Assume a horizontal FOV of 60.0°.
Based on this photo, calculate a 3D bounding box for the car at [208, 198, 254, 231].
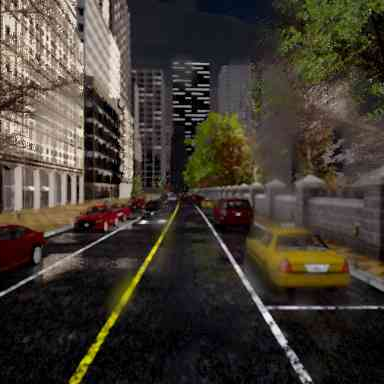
[{"bbox_3d":[2.412,1.268,19.986,2.192,1.841,5.009,0,0,-1],"label":"car"}]

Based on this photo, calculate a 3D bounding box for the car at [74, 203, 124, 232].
[{"bbox_3d":[-5.612,1.499,19.860,1.887,1.381,4.507,0,0,-1],"label":"car"}]

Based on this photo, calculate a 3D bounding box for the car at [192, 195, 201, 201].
[{"bbox_3d":[0.962,1.360,75.450,1.947,1.339,4.313,0,0,-2],"label":"car"}]

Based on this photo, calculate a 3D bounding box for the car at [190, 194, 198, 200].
[{"bbox_3d":[0.589,1.325,86.543,1.947,1.339,4.313,0,0,-2],"label":"car"}]

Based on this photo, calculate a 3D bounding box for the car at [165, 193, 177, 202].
[{"bbox_3d":[-4.171,1.396,69.978,1.895,1.301,4.718,0,0,-2],"label":"car"}]

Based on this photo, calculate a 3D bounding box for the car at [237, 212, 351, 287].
[{"bbox_3d":[2.520,1.504,9.060,1.752,1.417,4.829,0,0,-1],"label":"car"}]

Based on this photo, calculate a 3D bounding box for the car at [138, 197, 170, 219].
[{"bbox_3d":[-3.131,1.438,28.123,1.837,1.490,4.892,0,0,-1],"label":"car"}]

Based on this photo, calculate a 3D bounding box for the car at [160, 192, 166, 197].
[{"bbox_3d":[-7.622,1.057,91.919,2.192,1.841,5.009,0,0,-2],"label":"car"}]

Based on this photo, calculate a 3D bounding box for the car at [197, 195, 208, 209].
[{"bbox_3d":[1.994,1.420,42.343,1.752,1.417,4.829,0,0,-1],"label":"car"}]

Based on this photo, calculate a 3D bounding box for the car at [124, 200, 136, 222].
[{"bbox_3d":[-5.693,1.522,25.409,1.802,1.307,4.206,0,0,-1],"label":"car"}]

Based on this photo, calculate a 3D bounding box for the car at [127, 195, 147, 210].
[{"bbox_3d":[-5.898,1.226,36.501,2.192,1.841,5.009,0,0,-1],"label":"car"}]

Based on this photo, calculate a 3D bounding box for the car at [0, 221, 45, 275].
[{"bbox_3d":[-5.503,1.525,8.764,1.887,1.381,4.507,0,0,0],"label":"car"}]

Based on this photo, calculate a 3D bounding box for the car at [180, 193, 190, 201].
[{"bbox_3d":[-1.563,1.016,74.473,2.097,1.767,4.553,0,0,-2],"label":"car"}]

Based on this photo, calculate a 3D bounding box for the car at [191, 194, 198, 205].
[{"bbox_3d":[1.259,1.330,56.719,1.882,1.535,5.008,0,0,-2],"label":"car"}]
